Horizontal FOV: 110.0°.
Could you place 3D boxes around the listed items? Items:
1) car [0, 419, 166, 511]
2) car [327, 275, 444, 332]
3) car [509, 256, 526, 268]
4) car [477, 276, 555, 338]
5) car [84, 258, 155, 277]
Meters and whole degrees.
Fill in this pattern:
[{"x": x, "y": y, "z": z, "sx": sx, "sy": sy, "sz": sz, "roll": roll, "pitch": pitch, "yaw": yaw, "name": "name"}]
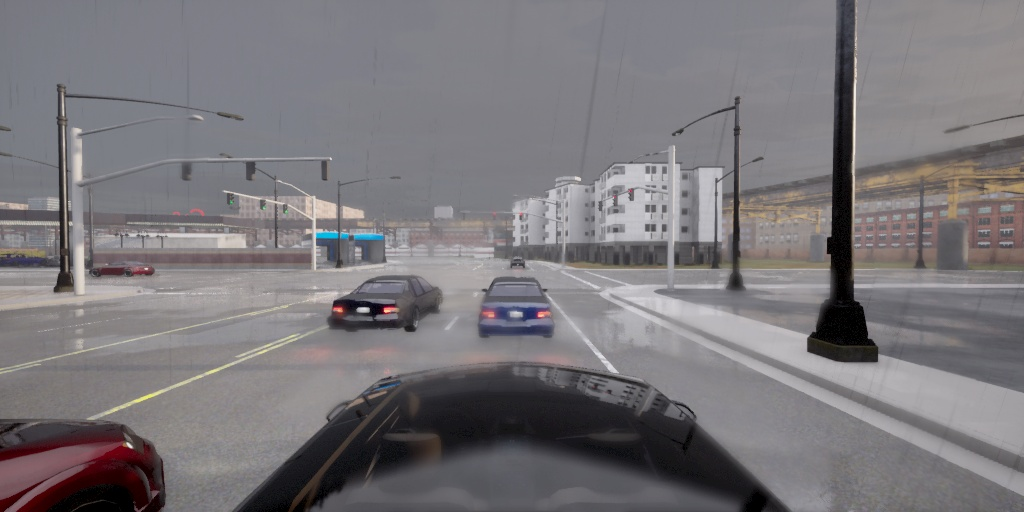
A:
[{"x": -3.395, "y": 1.314, "z": 0.727, "sx": 1.994, "sy": 1.385, "sz": 4.181, "roll": 0, "pitch": 0, "yaw": 0, "name": "car"}, {"x": -3.404, "y": 1.274, "z": 10.724, "sx": 2.033, "sy": 1.411, "sz": 5.357, "roll": 0, "pitch": 0, "yaw": 0, "name": "car"}, {"x": 0.717, "y": 0.772, "z": 46.118, "sx": 1.837, "sy": 1.490, "sz": 4.892, "roll": 0, "pitch": 1, "yaw": 0, "name": "car"}, {"x": 0.092, "y": 1.279, "z": 10.120, "sx": 2.033, "sy": 1.411, "sz": 5.357, "roll": 0, "pitch": 0, "yaw": 0, "name": "car"}, {"x": -33.651, "y": 1.084, "z": 30.979, "sx": 4.181, "sy": 1.385, "sz": 1.994, "roll": 0, "pitch": 1, "yaw": -1, "name": "car"}]
